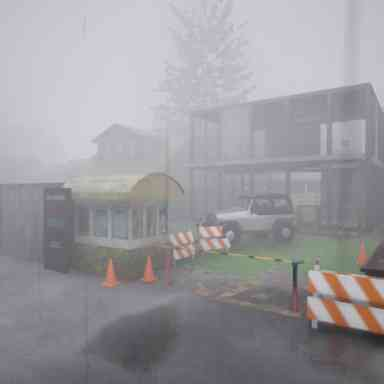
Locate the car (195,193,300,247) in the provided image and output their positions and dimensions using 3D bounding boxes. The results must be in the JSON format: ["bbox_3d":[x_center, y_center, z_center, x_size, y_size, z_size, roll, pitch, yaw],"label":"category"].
[{"bbox_3d":[2.199,0.984,12.773,3.866,1.878,1.905,0,0,-21],"label":"car"}]
